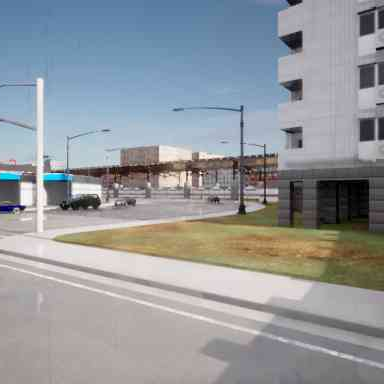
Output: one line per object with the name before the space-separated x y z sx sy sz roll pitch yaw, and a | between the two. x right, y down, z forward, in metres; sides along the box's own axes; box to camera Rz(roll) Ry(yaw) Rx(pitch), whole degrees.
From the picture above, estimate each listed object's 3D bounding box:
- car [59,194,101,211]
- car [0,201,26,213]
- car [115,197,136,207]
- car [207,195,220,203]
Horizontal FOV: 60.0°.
car | -14.042 1.221 42.216 2.150 2.045 5.566 0 0 29
car | -19.678 1.601 33.896 1.895 1.301 4.718 0 0 37
car | -10.277 1.491 51.629 2.128 1.511 4.902 0 0 14
car | 4.434 1.502 69.669 1.837 1.490 4.892 0 0 -12
